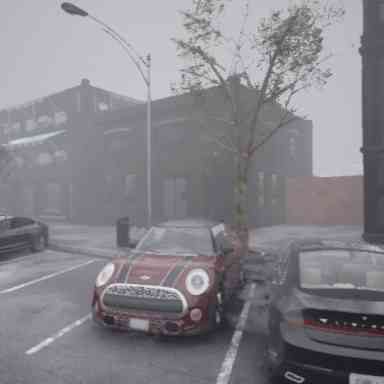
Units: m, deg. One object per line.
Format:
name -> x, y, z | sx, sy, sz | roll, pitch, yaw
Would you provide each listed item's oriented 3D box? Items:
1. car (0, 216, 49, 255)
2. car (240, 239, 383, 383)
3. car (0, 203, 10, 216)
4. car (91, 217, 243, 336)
car -> -7.408, 1.650, 12.205 | 2.163, 1.488, 4.792 | 0, -1, 16
car -> 2.228, 1.501, 5.351 | 2.231, 1.521, 4.892 | -1, -1, 15
car -> -33.110, 2.750, 54.489 | 5.566, 2.045, 2.435 | 1, -2, 15
car -> -0.176, 1.405, 7.106 | 2.185, 1.767, 4.553 | 0, -1, 16
